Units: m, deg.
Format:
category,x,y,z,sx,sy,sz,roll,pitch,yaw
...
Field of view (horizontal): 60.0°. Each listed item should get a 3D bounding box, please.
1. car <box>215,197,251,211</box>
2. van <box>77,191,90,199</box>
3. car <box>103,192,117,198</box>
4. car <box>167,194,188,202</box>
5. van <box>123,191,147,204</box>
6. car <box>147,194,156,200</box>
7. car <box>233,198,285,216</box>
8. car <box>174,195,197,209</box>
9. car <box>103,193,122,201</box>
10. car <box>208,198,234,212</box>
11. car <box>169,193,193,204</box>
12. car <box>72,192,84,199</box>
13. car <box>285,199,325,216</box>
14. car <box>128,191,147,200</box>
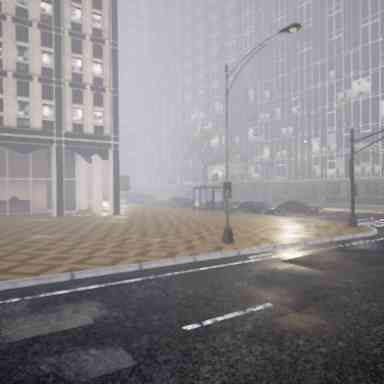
category,x,y,z,sx,sy,sz,roll,pitch,yaw
car,4.787,1.389,39.216,1.994,1.385,4.181,-1,1,-35
van,-25.556,0.733,79.050,1.690,1.788,3.998,0,1,-34
car,-21.843,0.777,88.471,2.008,1.369,4.403,0,1,-34
car,-2.604,1.132,60.315,1.802,1.307,4.206,0,1,-34
van,-9.523,1.003,55.586,1.690,1.788,3.998,0,1,-34
car,-9.017,1.024,69.701,1.802,1.307,4.206,0,1,-34
car,6.401,1.489,32.052,1.947,1.339,4.313,0,1,-34
car,0.050,1.385,41.482,1.947,1.339,4.313,0,1,-34
car,-15.937,1.105,64.974,2.008,1.369,4.403,0,1,-34
car,3.208,1.454,36.757,1.802,1.307,4.206,0,1,-34
car,-1.073,1.278,47.811,2.033,1.411,5.357,-1,1,-34
car,-28.762,0.778,83.743,1.967,1.590,4.097,0,1,-34
car,10.157,1.438,31.360,1.812,1.442,4.674,-1,1,-34
car,-12.224,0.704,74.391,2.192,1.841,5.009,0,1,-34
